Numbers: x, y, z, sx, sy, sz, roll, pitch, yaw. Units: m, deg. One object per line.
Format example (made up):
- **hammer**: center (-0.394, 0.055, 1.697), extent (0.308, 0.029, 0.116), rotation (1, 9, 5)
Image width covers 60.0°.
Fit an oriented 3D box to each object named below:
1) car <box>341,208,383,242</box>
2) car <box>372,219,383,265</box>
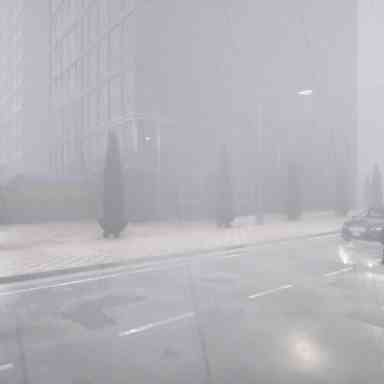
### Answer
- **car**: center (8.766, 1.492, 15.338), extent (4.902, 1.511, 2.128), rotation (0, 0, -38)
- **car**: center (7.361, 1.564, 9.806), extent (4.181, 1.385, 1.994), rotation (0, 0, -38)
